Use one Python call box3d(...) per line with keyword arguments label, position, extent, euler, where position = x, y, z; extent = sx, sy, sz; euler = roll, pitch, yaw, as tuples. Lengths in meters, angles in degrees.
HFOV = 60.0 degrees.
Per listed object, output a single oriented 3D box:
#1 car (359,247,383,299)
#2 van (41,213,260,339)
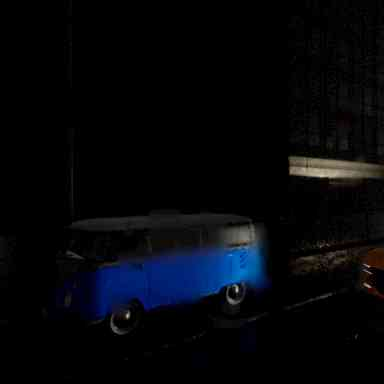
box3d(label="car", position=(5.720, 1.466, 7.471), extent=(5.008, 1.535, 1.882), euler=(0, 0, -36))
box3d(label="van", position=(-0.534, 1.337, 6.272), extent=(3.998, 1.788, 1.690), euler=(0, 0, -36))
